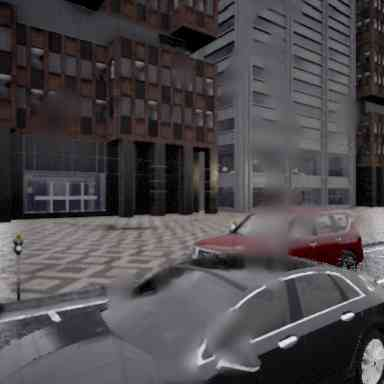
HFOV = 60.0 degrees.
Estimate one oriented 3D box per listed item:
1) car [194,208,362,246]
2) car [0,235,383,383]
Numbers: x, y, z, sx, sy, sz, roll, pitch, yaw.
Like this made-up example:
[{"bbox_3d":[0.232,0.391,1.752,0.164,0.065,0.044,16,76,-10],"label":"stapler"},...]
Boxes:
[{"bbox_3d":[2.272,1.359,8.277,5.009,1.841,2.192,0,-1,-36],"label":"car"},{"bbox_3d":[0.378,1.520,3.648,4.892,1.490,1.837,0,0,-36],"label":"car"}]
